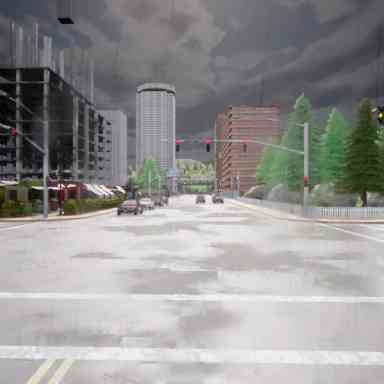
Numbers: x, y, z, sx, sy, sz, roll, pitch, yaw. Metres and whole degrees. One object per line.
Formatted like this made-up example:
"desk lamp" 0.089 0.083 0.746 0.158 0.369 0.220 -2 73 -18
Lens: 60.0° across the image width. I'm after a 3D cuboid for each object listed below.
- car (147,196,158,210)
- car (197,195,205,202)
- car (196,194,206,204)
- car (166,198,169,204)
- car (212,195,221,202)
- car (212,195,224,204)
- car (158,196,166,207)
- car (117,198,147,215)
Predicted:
"car" -5.927 1.526 42.762 1.812 1.442 4.674 0 0 1
"car" 1.960 1.326 74.667 1.837 1.490 4.892 0 0 1
"car" 1.734 1.601 65.482 1.895 1.301 4.718 0 0 1
"car" -5.429 1.564 61.690 1.994 1.385 4.181 0 0 2
"car" 5.460 1.421 74.610 1.895 1.301 4.718 0 0 1
"car" 5.241 1.525 65.714 1.812 1.442 4.674 0 0 1
"car" -5.698 1.352 51.767 2.097 1.767 4.553 0 0 1
"car" -6.170 1.526 33.672 1.812 1.442 4.674 0 0 2
